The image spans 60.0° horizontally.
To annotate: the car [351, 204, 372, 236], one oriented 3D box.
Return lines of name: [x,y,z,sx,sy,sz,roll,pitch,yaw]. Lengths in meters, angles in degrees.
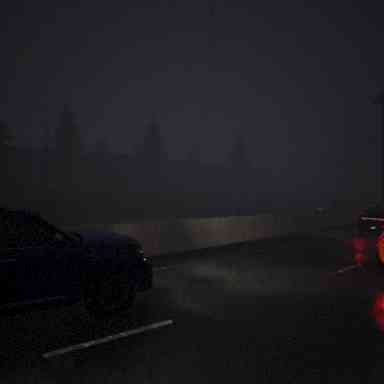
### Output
car: [10.516,1.537,17.943,2.128,1.511,4.902,0,0,44]

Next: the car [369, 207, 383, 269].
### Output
car: [7.516,1.381,10.198,4.553,1.767,2.097,0,0,-42]

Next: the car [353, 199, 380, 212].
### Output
car: [21.618,1.665,41.127,1.994,1.385,4.181,0,0,41]

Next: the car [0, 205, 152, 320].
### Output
car: [-3.446,1.225,5.723,5.566,2.045,2.150,0,0,-36]
